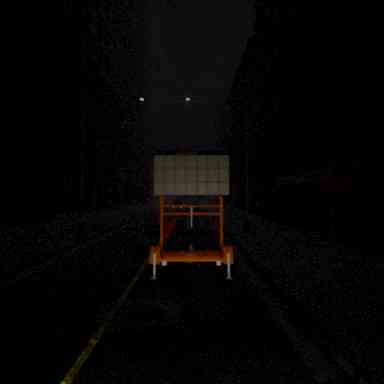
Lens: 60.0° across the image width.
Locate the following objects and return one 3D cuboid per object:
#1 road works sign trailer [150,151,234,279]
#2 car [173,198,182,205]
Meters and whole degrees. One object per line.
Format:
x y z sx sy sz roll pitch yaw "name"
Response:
-0.014 0.549 10.266 2.380 3.560 2.880 0 0 0 "road works sign trailer"
-3.109 2.116 73.647 1.882 1.535 5.008 0 -1 0 "car"
